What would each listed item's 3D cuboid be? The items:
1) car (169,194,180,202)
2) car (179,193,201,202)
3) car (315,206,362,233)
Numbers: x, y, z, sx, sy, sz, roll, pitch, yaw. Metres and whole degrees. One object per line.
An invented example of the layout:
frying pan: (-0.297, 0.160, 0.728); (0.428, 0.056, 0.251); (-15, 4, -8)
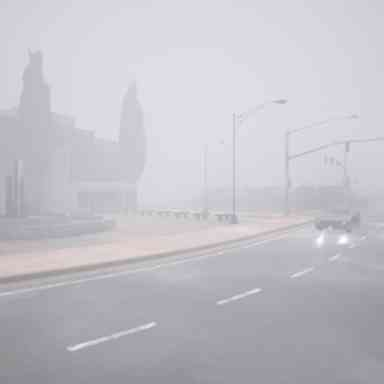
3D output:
car: (-2.692, 1.305, 77.149); (1.905, 1.878, 3.866); (0, 0, 36)
car: (-0.372, 1.546, 75.417); (1.970, 1.475, 3.806); (0, 0, 36)
car: (9.211, 1.610, 20.625); (2.033, 1.411, 5.357); (0, 0, 36)
